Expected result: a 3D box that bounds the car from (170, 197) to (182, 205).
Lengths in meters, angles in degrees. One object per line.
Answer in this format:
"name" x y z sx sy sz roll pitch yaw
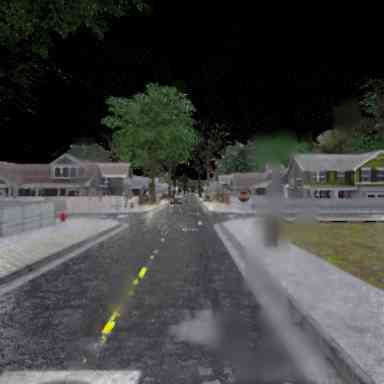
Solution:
"car" -2.742 1.519 57.367 1.994 1.385 4.181 0 1 0
